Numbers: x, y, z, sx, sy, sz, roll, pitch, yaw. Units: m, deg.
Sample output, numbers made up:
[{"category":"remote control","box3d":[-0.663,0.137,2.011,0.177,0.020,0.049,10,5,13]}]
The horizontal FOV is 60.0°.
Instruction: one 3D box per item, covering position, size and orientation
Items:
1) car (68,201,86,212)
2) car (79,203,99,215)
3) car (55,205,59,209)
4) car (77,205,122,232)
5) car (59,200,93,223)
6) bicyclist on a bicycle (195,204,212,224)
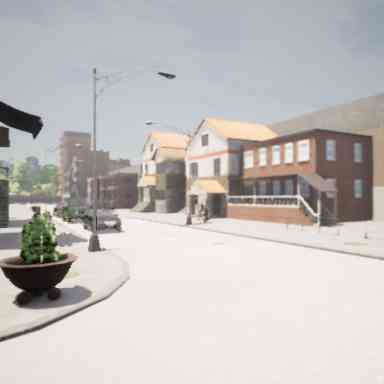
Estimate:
[{"category":"car","box3d":[-19.430,2.350,56.043,2.097,1.767,4.553,0,-1,-28]},{"category":"car","box3d":[-14.666,2.314,47.308,1.882,1.535,5.008,0,-1,-28]},{"category":"car","box3d":[-15.882,2.261,40.875,1.812,1.442,4.674,0,-1,-28]},{"category":"car","box3d":[-6.220,1.895,22.875,2.128,1.511,4.902,0,-1,-28]},{"category":"car","box3d":[-10.969,1.787,31.698,2.150,2.045,5.566,0,-1,-28]},{"category":"bicyclist on a bicycle","box3d":[0.953,1.796,27.269,1.656,1.620,0.582,0,-1,-28]}]
